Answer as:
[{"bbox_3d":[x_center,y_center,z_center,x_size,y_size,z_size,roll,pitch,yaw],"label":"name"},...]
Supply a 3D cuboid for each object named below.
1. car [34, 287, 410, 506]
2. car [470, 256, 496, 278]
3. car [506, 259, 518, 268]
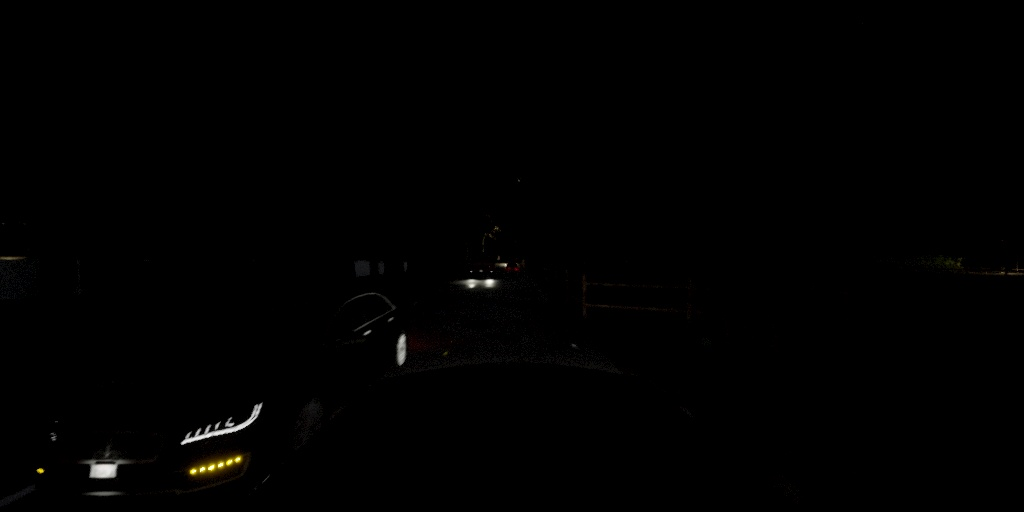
[{"bbox_3d":[-2.839,1.254,4.928,1.837,1.490,4.892,0,0,0],"label":"car"},{"bbox_3d":[-2.742,0.987,34.591,2.150,2.045,5.566,0,0,0],"label":"car"},{"bbox_3d":[0.015,1.409,62.135,1.812,1.442,4.674,0,0,0],"label":"car"}]
